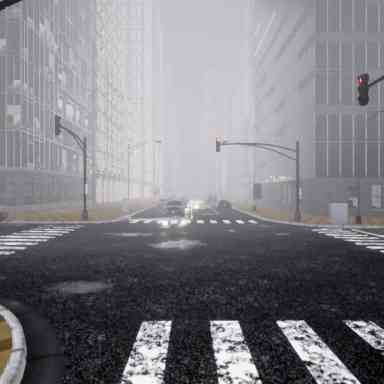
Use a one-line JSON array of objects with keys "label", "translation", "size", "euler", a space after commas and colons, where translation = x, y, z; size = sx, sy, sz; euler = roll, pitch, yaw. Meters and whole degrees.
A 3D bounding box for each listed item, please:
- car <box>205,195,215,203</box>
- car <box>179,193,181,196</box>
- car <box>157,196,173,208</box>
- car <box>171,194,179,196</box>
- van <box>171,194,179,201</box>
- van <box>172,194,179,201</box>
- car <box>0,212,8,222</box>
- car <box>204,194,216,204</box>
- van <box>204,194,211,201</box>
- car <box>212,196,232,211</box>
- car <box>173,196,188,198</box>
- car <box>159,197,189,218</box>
[{"label": "car", "translation": [3.759, 1.432, 69.428], "size": [1.967, 1.590, 4.097], "euler": [0, 0, 0]}, {"label": "car", "translation": [-1.550, 1.523, 67.327], "size": [1.812, 1.442, 4.674], "euler": [0, 0, 0]}, {"label": "car", "translation": [-4.027, 1.593, 47.283], "size": [1.802, 1.307, 4.206], "euler": [0, 0, 0]}, {"label": "car", "translation": [-4.097, 1.564, 63.866], "size": [1.947, 1.339, 4.313], "euler": [0, 0, 0]}, {"label": "van", "translation": [-4.168, 1.321, 80.449], "size": [1.690, 1.788, 3.998], "euler": [0, 0, 0]}, {"label": "van", "translation": [-4.191, 1.315, 85.976], "size": [1.690, 1.788, 3.998], "euler": [0, 0, 0]}, {"label": "car", "translation": [-13.384, 1.378, 19.072], "size": [4.718, 1.301, 1.895], "euler": [1, 0, -1]}, {"label": "car", "translation": [3.783, 1.313, 63.899], "size": [2.192, 1.841, 5.009], "euler": [0, 0, 0]}, {"label": "van", "translation": [3.712, 1.321, 80.482], "size": [1.690, 1.788, 3.998], "euler": [0, 0, 0]}, {"label": "car", "translation": [3.926, 1.579, 41.791], "size": [1.947, 1.339, 4.313], "euler": [0, 0, 0]}, {"label": "car", "translation": [-1.560, 1.611, 47.730], "size": [1.895, 1.301, 4.718], "euler": [0, 0, 0]}, {"label": "car", "translation": [-1.567, 1.523, 30.757], "size": [1.837, 1.490, 4.892], "euler": [0, 0, 2]}]
